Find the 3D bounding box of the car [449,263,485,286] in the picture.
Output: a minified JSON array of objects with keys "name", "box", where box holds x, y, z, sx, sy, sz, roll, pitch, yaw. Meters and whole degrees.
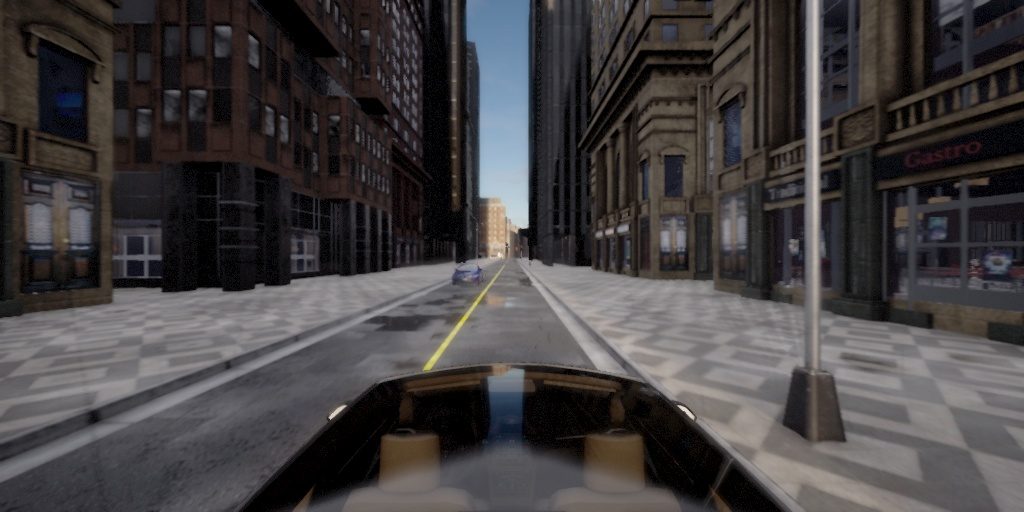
[{"name":"car","box":[-2.987,1.213,24.982,1.812,1.442,4.674,0,0,0]}]
